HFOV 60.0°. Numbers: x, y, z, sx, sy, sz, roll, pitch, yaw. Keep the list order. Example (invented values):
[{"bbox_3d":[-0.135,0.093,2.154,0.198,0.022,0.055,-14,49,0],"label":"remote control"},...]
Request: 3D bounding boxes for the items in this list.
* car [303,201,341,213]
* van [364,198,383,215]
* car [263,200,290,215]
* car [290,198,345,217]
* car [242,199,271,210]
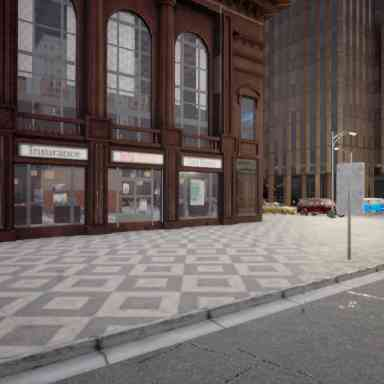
[{"bbox_3d":[16.397,1.897,42.176,1.802,1.307,4.206,-1,0,-35],"label":"car"},{"bbox_3d":[19.635,1.588,37.581,1.690,1.788,3.998,-1,0,-35],"label":"van"},{"bbox_3d":[9.532,1.798,37.118,1.752,1.417,4.829,0,0,-35],"label":"car"},{"bbox_3d":[12.672,1.522,32.661,2.192,1.841,5.009,0,0,-35],"label":"car"},{"bbox_3d":[9.913,1.891,51.369,1.967,1.590,4.097,-1,0,-35],"label":"car"}]
